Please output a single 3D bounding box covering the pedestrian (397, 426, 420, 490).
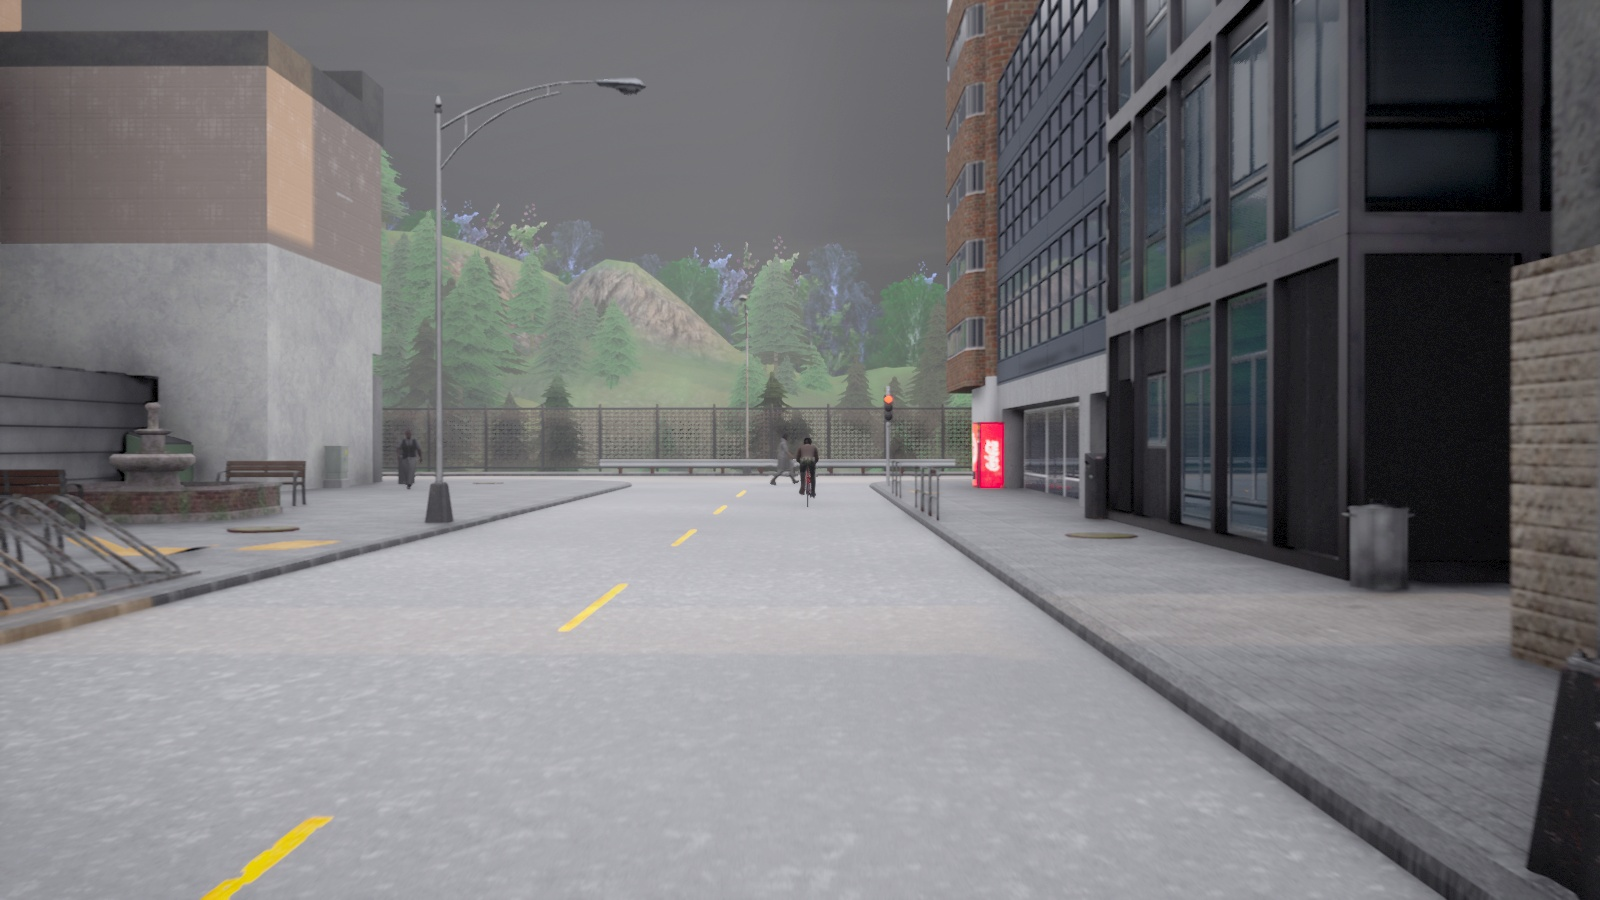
[{"bbox_3d":[-11.628,0.241,37.284,0.563,1.883,0.849,0,0,-12],"label":"pedestrian"}]

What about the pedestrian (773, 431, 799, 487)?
[{"bbox_3d":[-0.491,0.297,44.097,0.873,1.952,0.659,0,0,0],"label":"pedestrian"}]
